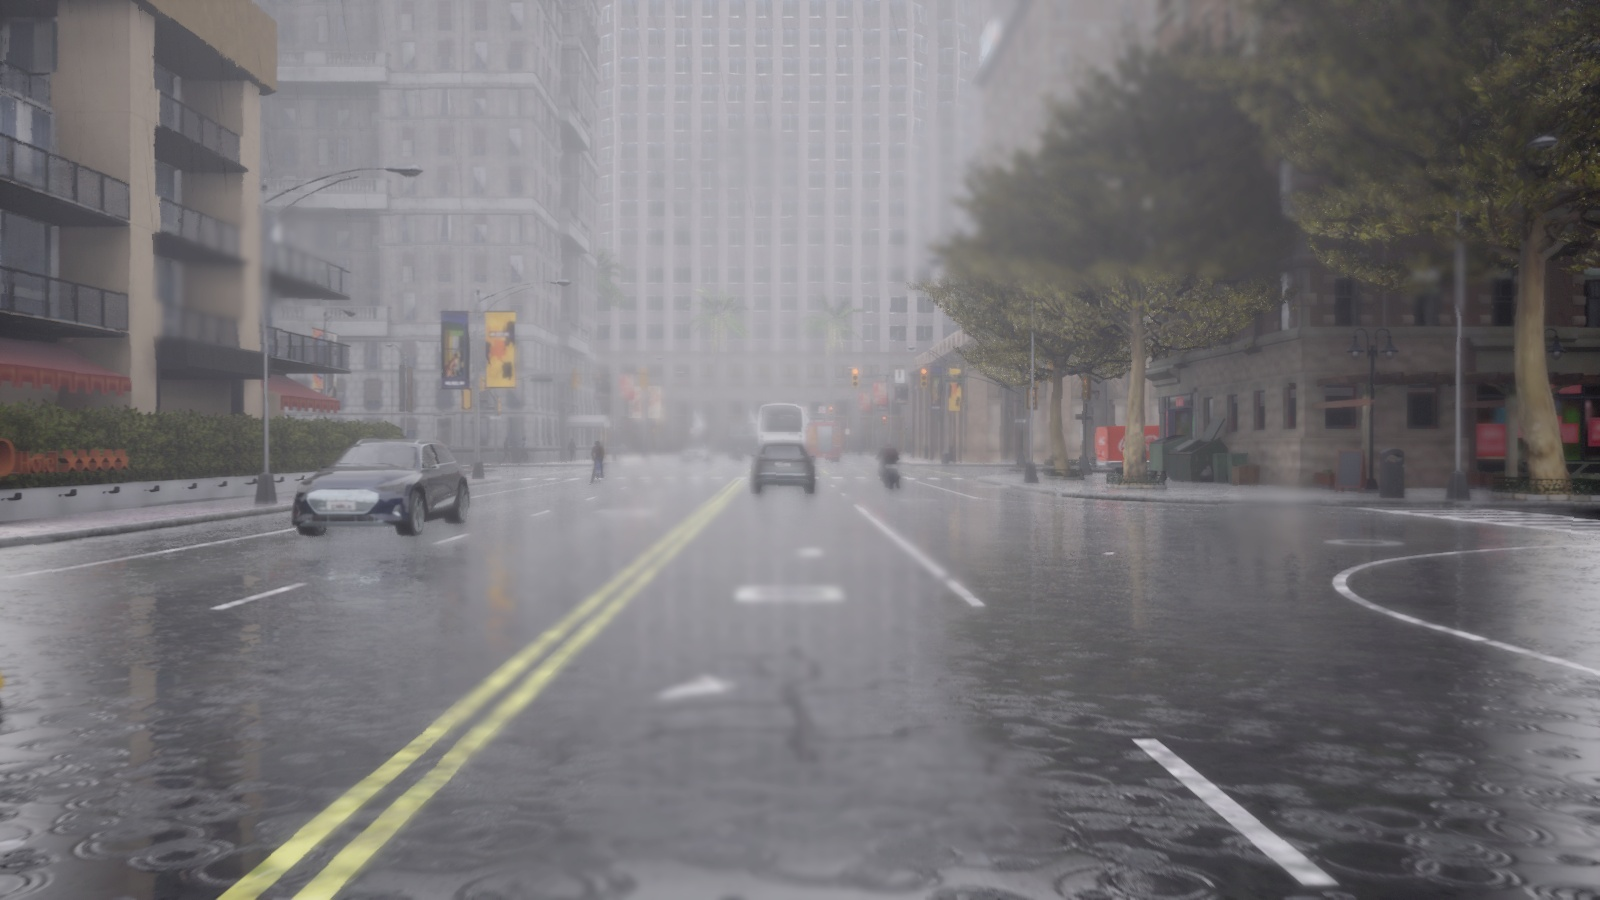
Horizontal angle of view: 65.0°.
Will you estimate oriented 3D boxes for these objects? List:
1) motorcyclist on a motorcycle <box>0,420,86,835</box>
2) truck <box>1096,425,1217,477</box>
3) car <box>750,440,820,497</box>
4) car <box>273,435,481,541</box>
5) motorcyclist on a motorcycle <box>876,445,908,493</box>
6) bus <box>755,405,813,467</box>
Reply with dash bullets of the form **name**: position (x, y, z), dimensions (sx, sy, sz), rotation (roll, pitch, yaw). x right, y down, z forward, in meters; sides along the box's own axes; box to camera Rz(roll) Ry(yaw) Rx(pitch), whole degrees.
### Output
- **motorcyclist on a motorcycle**: position (-3.489, 0.679, 4.477), dimensions (0.866, 1.590, 1.817), rotation (0, 0, -1)
- **truck**: position (17.599, 0.037, 62.243), dimensions (5.204, 2.467, 2.627), rotation (-1, 0, 0)
- **car**: position (-0.459, 0.520, 38.970), dimensions (2.033, 1.649, 4.856), rotation (0, 0, -1)
- **car**: position (-7.215, 0.584, 22.017), dimensions (2.033, 1.649, 4.856), rotation (0, 0, 0)
- **motorcyclist on a motorcycle**: position (3.007, 0.617, 41.289), dimensions (0.866, 1.530, 2.191), rotation (0, 0, -1)
- **bus**: position (-1.181, -0.995, 91.840), dimensions (3.944, 4.253, 10.273), rotation (0, 0, -1)
